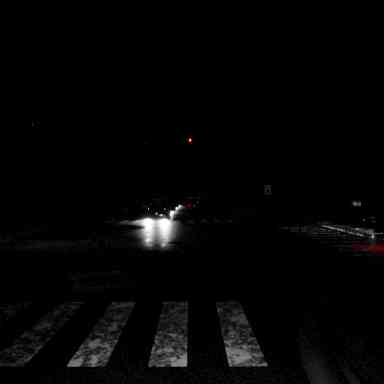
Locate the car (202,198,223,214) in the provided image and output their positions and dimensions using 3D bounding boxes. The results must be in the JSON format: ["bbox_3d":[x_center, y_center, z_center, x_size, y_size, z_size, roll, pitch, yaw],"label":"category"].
[{"bbox_3d":[2.399,1.604,36.087,1.947,1.339,4.313,0,0,0],"label":"car"}]

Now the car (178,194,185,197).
[{"bbox_3d":[-2.962,1.581,62.009,2.128,1.511,4.902,0,0,1],"label":"car"}]

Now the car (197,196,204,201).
[{"bbox_3d":[2.152,1.693,90.056,1.812,1.442,4.674,0,0,0],"label":"car"}]

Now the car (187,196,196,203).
[{"bbox_3d":[-0.116,1.675,74.015,1.994,1.385,4.181,0,0,0],"label":"car"}]

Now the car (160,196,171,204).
[{"bbox_3d":[-5.526,1.548,69.176,1.967,1.590,4.097,0,0,0],"label":"car"}]

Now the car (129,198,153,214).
[{"bbox_3d":[-5.625,1.478,36.112,1.967,1.590,4.097,0,0,0],"label":"car"}]

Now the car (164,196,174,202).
[{"bbox_3d":[-5.493,1.690,80.197,2.008,1.369,4.403,0,0,0],"label":"car"}]

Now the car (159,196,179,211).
[{"bbox_3d":[-3.066,1.612,41.944,1.994,1.385,4.181,0,0,1],"label":"car"}]

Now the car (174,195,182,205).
[{"bbox_3d":[-3.036,1.630,51.929,1.994,1.385,4.181,0,0,0],"label":"car"}]

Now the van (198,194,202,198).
[{"bbox_3d":[2.466,1.421,58.130,1.690,1.788,3.998,0,0,0],"label":"van"}]

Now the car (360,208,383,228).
[{"bbox_3d":[13.058,1.456,20.587,4.892,1.490,1.837,0,0,0],"label":"car"}]

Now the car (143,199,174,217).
[{"bbox_3d":[-3.119,1.633,31.989,1.895,1.301,4.718,0,0,1],"label":"car"}]

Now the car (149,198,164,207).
[{"bbox_3d":[-5.576,1.650,52.643,1.802,1.307,4.206,0,0,0],"label":"car"}]

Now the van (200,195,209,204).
[{"bbox_3d":[2.498,1.449,69.152,1.690,1.788,3.998,0,0,0],"label":"van"}]

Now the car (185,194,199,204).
[{"bbox_3d":[-0.051,1.585,63.859,2.128,1.511,4.902,0,0,0],"label":"car"}]

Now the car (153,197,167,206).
[{"bbox_3d":[-5.559,1.631,58.154,2.008,1.369,4.403,0,0,0],"label":"car"}]

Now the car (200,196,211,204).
[{"bbox_3d":[2.433,1.639,47.109,1.802,1.307,4.206,0,0,0],"label":"car"}]

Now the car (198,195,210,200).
[{"bbox_3d":[2.449,1.634,52.620,1.947,1.339,4.313,0,0,0],"label":"car"}]
